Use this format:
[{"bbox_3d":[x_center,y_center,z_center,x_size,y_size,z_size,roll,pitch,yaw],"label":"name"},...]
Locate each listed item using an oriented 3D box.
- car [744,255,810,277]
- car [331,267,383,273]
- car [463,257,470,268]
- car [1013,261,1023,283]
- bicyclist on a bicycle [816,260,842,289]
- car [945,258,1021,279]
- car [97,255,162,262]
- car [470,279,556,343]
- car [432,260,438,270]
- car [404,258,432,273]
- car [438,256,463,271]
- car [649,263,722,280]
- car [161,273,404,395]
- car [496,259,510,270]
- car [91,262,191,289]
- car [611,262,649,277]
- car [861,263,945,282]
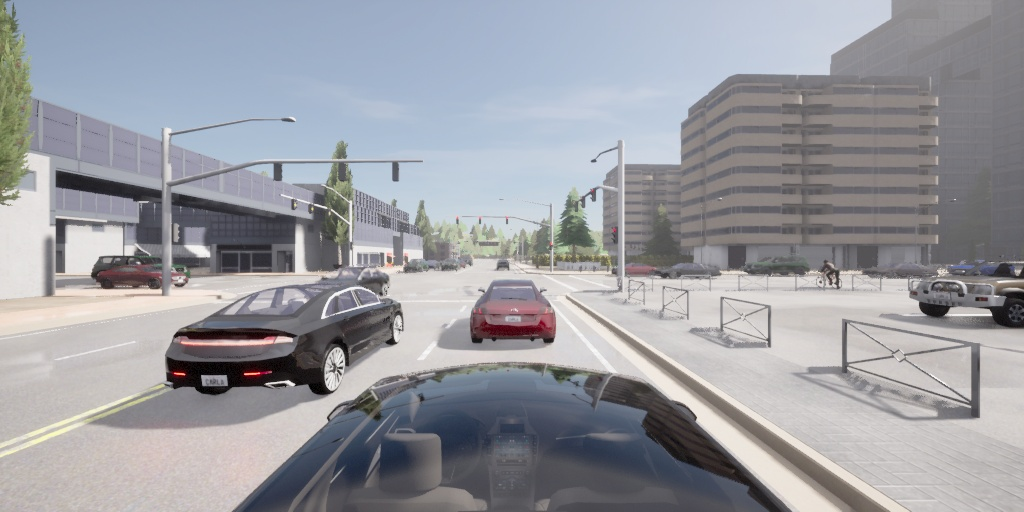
[{"bbox_3d":[25.820,0.966,35.030,5.566,2.045,2.150,-1,0,-2],"label":"car"},{"bbox_3d":[-7.100,1.241,15.970,2.128,1.511,4.902,0,0,3],"label":"car"},{"bbox_3d":[-8.604,1.314,59.035,1.994,1.385,4.181,0,0,-1],"label":"car"},{"bbox_3d":[43.309,1.314,28.389,4.181,1.385,1.994,0,0,-1],"label":"car"},{"bbox_3d":[17.933,1.052,20.308,0.582,1.620,1.656,0,0,-2],"label":"bicyclist on a bicycle"},{"bbox_3d":[46.479,1.231,35.548,5.008,1.535,1.882,0,0,-1],"label":"car"},{"bbox_3d":[-26.437,0.971,25.635,5.566,2.045,2.150,0,0,-1],"label":"car"},{"bbox_3d":[0.014,1.314,9.667,1.994,1.385,4.181,0,0,0],"label":"car"},{"bbox_3d":[-11.972,1.297,53.643,2.033,1.411,5.357,0,0,-1],"label":"car"},{"bbox_3d":[-11.756,1.102,44.178,2.097,1.767,4.553,0,0,0],"label":"car"},{"bbox_3d":[-8.339,1.102,49.067,2.097,1.767,4.553,0,0,-1],"label":"car"},{"bbox_3d":[15.245,1.297,31.217,5.357,1.411,2.033,0,0,-2],"label":"car"},{"bbox_3d":[-3.472,1.242,6.610,2.128,1.511,4.902,0,0,0],"label":"car"},{"bbox_3d":[-1.326,1.255,53.857,1.837,1.490,4.892,0,0,-1],"label":"car"},{"bbox_3d":[-22.881,1.276,22.237,4.674,1.442,1.812,0,0,0],"label":"car"},{"bbox_3d":[11.756,1.314,34.615,4.181,1.385,1.994,0,0,-2],"label":"car"},{"bbox_3d":[34.305,1.297,31.770,5.357,1.411,2.033,0,0,-2],"label":"car"}]
